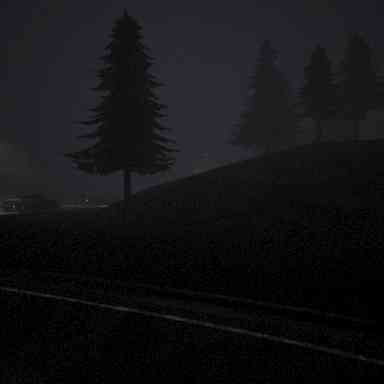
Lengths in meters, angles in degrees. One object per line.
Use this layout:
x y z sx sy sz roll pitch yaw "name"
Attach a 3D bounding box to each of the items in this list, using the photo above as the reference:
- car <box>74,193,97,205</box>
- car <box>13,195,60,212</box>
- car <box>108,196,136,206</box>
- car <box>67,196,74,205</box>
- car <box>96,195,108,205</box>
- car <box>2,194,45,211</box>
-17.482 1.351 57.500 2.097 1.767 4.553 0 0 22 "car"
-17.583 1.491 38.670 2.128 1.511 4.902 0 0 22 "car"
-11.088 1.351 54.644 2.097 1.767 4.553 0 0 22 "car"
-20.126 1.226 60.263 2.150 2.045 5.566 0 0 22 "car"
-13.602 1.548 57.722 2.033 1.411 5.357 0 0 22 "car"
-20.417 1.219 40.996 2.150 2.045 5.566 0 0 22 "car"
